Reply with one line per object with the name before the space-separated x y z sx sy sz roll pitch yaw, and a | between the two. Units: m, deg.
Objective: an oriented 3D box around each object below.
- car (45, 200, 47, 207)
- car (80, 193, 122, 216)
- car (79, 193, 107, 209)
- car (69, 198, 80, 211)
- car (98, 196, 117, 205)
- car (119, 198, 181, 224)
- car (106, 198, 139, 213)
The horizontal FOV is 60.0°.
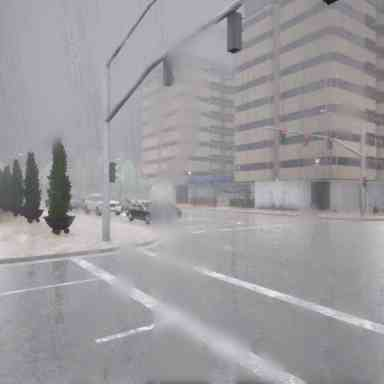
car | -20.475 1.478 49.455 1.882 1.535 5.008 0 0 -34
car | -8.894 1.222 32.798 2.150 2.045 5.566 0 0 -35
car | -13.759 1.221 45.914 2.150 2.045 5.566 0 0 -34
car | -14.506 1.526 40.826 1.812 1.442 4.674 0 0 -35
car | -15.465 1.526 60.874 1.812 1.442 4.674 0 0 -35
car | -3.241 1.491 24.710 2.128 1.511 4.902 0 0 -35
car | -7.859 1.505 37.431 1.837 1.490 4.892 0 0 -35
